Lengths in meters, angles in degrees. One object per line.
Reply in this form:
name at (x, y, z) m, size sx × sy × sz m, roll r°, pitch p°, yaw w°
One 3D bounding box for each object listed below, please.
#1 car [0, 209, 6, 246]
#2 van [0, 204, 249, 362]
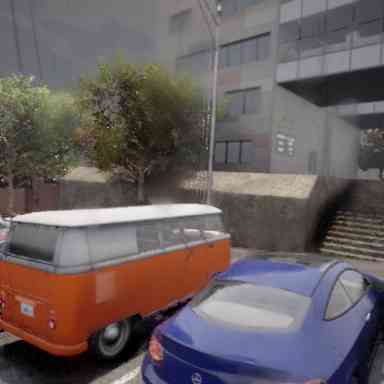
car at (-10.001, 1.479, 12.464) m, size 2.163 × 1.488 × 4.792 m, roll 0°, pitch 0°, yaw 36°
van at (-0.857, 1.246, 6.040) m, size 1.878 × 1.987 × 4.442 m, roll 0°, pitch 0°, yaw 36°
